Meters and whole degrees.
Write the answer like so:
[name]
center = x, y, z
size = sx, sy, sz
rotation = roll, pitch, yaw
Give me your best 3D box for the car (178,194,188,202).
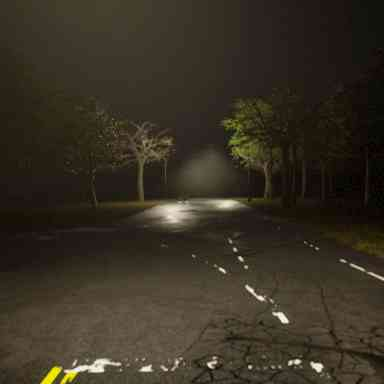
[car]
center = -1.727, 1.142, 67.879
size = 1.837, 1.490, 4.892
rotation = -1, 1, 2
